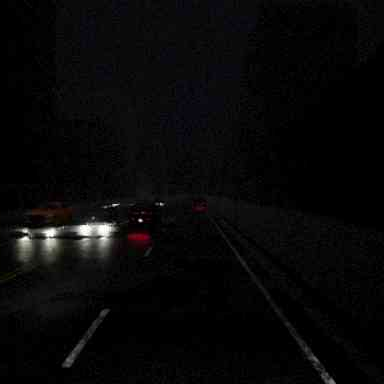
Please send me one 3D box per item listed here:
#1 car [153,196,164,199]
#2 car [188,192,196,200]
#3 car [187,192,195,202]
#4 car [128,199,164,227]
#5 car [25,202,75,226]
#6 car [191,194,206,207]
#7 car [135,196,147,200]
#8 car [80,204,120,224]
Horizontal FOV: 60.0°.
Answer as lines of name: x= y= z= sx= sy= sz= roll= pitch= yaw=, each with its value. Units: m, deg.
car: x=-6.513 y=1.520 z=65.605 sx=2.033 sy=1.411 sz=5.357 roll=0 pitch=0 yaw=0
car: x=-0.005 y=1.044 z=90.557 sx=2.150 sy=2.045 sz=5.566 roll=0 pitch=0 yaw=0
car: x=-0.004 y=1.361 z=70.749 sx=2.033 sy=1.411 sz=5.357 roll=0 pitch=0 yaw=0
car: x=-3.153 y=1.489 z=22.814 sx=1.837 sy=1.490 sz=4.892 roll=0 pitch=0 yaw=0
car: x=-9.851 y=1.461 z=23.457 sx=1.882 sy=1.535 sz=5.008 roll=0 pitch=0 yaw=0
car: x=1.135 y=1.477 z=51.018 sx=1.837 sy=1.490 sz=4.892 roll=0 pitch=0 yaw=0
car: x=-9.770 y=1.466 z=64.419 sx=2.128 sy=1.511 sz=4.902 roll=0 pitch=0 yaw=0
car: x=-6.601 y=1.547 z=24.197 sx=1.994 sy=1.385 sz=4.181 roll=0 pitch=0 yaw=0
